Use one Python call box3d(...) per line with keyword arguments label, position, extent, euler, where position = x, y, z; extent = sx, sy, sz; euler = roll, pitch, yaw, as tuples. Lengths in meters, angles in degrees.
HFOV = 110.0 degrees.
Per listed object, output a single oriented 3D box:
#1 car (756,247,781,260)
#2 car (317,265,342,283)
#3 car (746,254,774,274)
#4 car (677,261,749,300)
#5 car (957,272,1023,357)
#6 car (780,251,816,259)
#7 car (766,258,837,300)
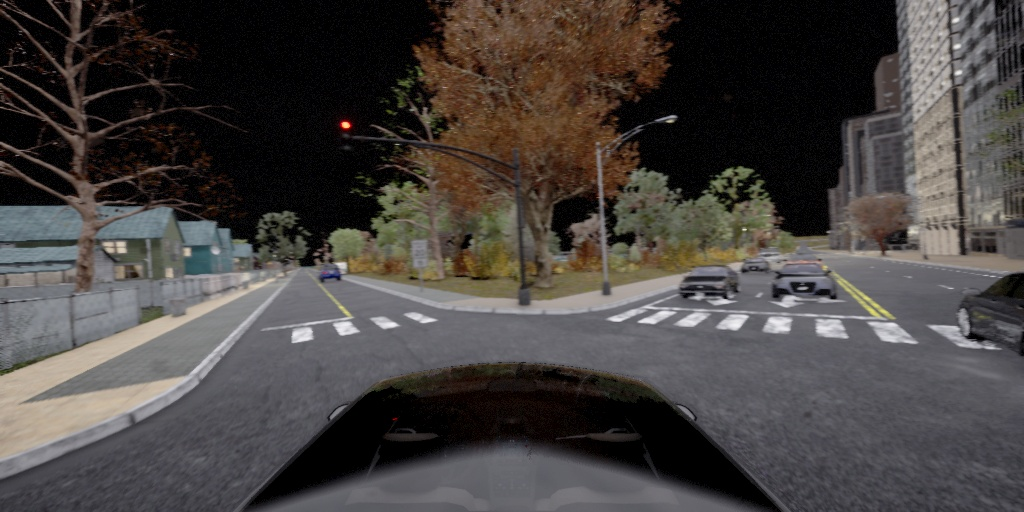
box3d(label="car", position=(31.523, -0.103, 43.964), extent=(2.150, 2.045, 5.566), euler=(-3, -1, 39))
box3d(label="car", position=(-22.383, 2.115, 44.220), extent=(2.150, 2.045, 5.566), euler=(-4, 0, -29))
box3d(label="car", position=(21.666, 0.852, 31.869), extent=(1.994, 1.385, 4.181), euler=(-3, -1, 39))
box3d(label="car", position=(9.284, 1.128, 16.634), extent=(2.033, 1.411, 5.357), euler=(-3, -1, 39))
box3d(label="car", position=(8.930, 0.936, 5.569), extent=(1.837, 1.490, 4.892), euler=(-3, -1, 39))
box3d(label="car", position=(20.969, 0.580, 25.893), extent=(2.097, 1.767, 4.553), euler=(-3, -1, 39))
box3d(label="car", position=(12.229, 0.995, 15.105), extent=(1.994, 1.385, 4.181), euler=(-3, -1, 39))
